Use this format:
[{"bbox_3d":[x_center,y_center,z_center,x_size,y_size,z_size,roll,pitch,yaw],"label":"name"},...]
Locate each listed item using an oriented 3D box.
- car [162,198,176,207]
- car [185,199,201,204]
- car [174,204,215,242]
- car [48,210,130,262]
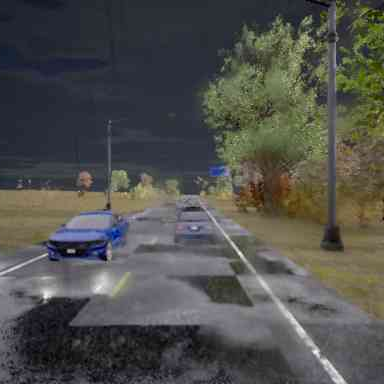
[{"bbox_3d":[-3.541,1.593,52.409,1.994,1.385,4.181,0,0,0],"label":"car"},{"bbox_3d":[0.121,1.570,41.334,2.033,1.411,5.357,0,0,0],"label":"car"},{"bbox_3d":[0.110,1.554,16.327,2.033,1.411,5.357,0,0,0],"label":"car"},{"bbox_3d":[-3.593,1.482,12.401,1.882,1.535,5.008,0,0,0],"label":"car"}]
